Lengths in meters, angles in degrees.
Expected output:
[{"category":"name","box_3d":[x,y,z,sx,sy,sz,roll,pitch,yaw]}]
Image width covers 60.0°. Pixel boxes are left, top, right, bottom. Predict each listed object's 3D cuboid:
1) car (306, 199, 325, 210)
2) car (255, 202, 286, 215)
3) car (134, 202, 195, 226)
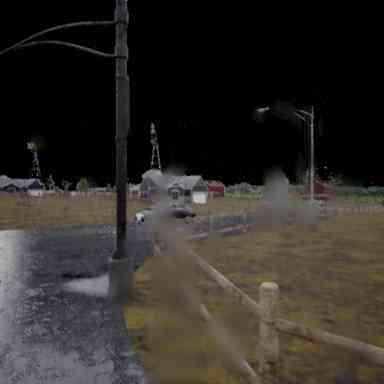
[{"category":"car","box_3d":[18.860,1.870,50.527,1.837,1.490,4.892,0,-1,36]},{"category":"car","box_3d":[8.836,1.805,37.066,2.033,1.411,5.357,0,-1,36]},{"category":"car","box_3d":[-1.774,1.439,22.630,2.128,1.511,4.902,0,-1,38]}]
